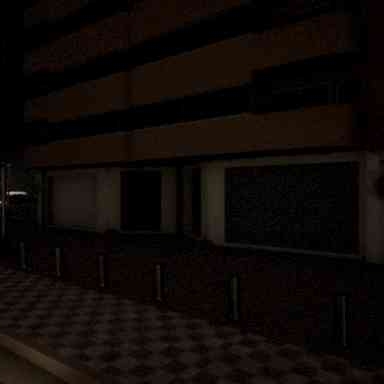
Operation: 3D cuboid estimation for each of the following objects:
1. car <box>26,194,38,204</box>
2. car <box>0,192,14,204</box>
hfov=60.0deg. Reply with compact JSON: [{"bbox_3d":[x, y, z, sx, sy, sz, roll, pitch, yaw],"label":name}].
[{"bbox_3d":[-29.425,1.419,64.696,1.970,1.475,3.806,0,0,35],"label":"car"},{"bbox_3d":[-43.285,1.168,74.362,1.932,1.855,4.605,0,0,35],"label":"car"}]
